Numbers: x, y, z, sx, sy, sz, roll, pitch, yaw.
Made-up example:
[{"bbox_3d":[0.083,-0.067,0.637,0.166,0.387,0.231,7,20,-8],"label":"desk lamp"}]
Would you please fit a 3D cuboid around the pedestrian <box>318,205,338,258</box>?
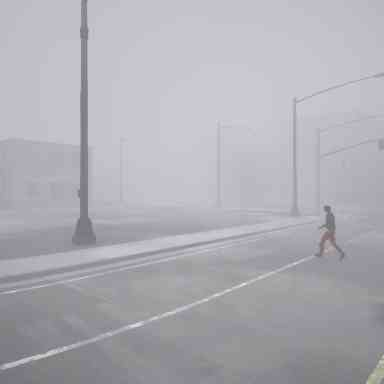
[{"bbox_3d":[4.521,1.294,11.054,0.375,1.860,0.375,0,0,40],"label":"pedestrian"}]
